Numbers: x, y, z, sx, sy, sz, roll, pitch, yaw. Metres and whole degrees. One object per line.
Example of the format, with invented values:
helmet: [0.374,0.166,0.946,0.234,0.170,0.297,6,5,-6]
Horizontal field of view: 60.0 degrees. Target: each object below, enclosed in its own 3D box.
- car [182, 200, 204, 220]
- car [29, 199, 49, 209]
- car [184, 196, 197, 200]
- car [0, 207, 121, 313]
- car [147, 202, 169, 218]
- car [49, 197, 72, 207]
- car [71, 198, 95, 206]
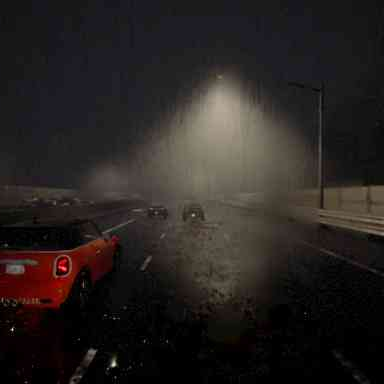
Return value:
car: [0.099,1.806,31.534,1.837,1.490,4.892,1,-1,-1]
car: [-21.254,1.738,47.067,2.128,1.511,4.902,1,-1,0]
car: [-0.286,1.842,62.314,2.150,2.045,5.566,1,-1,-1]
car: [-3.101,1.393,7.930,2.097,1.767,4.553,1,-1,-1]
car: [-3.436,1.786,34.169,2.128,1.511,4.902,1,-1,-1]
car: [-17.746,1.631,46.750,2.097,1.767,4.553,1,-1,0]
car: [-14.239,1.822,44.988,1.812,1.442,4.674,1,-1,0]
